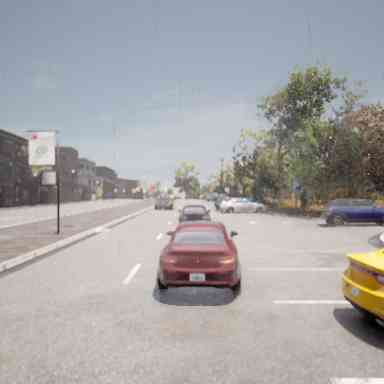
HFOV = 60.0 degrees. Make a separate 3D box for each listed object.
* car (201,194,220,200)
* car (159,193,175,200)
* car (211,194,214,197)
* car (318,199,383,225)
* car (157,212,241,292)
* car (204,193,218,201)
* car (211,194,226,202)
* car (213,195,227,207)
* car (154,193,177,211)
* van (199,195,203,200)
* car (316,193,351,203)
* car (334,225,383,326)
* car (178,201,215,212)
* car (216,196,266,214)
[{"bbox_3d":[5.226,1.432,94.626,5.366,1.575,1.946,0,-1,0],"label":"car"},{"bbox_3d":[-7.202,1.317,95.314,4.553,1.767,2.185,0,-1,0],"label":"car"},{"bbox_3d":[5.162,1.396,43.531,4.674,1.452,2.002,0,0,0],"label":"car"},{"bbox_3d":[10.447,1.190,20.616,4.553,1.767,2.097,-1,-2,8],"label":"car"},{"bbox_3d":[0.243,1.481,8.754,1.812,1.442,4.674,0,0,3],"label":"car"},{"bbox_3d":[5.241,1.176,67.867,4.553,1.767,2.185,0,0,0],"label":"car"},{"bbox_3d":[5.153,1.364,40.255,4.892,1.521,2.231,0,0,0],"label":"car"},{"bbox_3d":[5.159,1.370,36.982,5.008,1.535,2.097,0,0,0],"label":"car"},{"bbox_3d":[-3.240,1.236,39.443,2.097,1.767,4.553,0,0,0],"label":"car"},{"bbox_3d":[4.943,1.168,91.834,4.442,1.987,1.878,0,-1,0],"label":"van"},{"bbox_3d":[23.820,0.981,56.231,4.902,1.511,2.128,-1,-3,0],"label":"car"},{"bbox_3d":[5.089,1.447,5.348,5.008,1.535,2.097,0,0,0],"label":"car"},{"bbox_3d":[0.137,1.456,19.399,1.812,1.442,4.674,0,0,0],"label":"car"},{"bbox_3d":[5.145,1.417,33.833,4.674,1.452,2.002,0,0,0],"label":"car"}]
